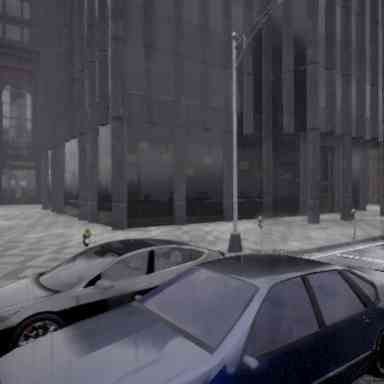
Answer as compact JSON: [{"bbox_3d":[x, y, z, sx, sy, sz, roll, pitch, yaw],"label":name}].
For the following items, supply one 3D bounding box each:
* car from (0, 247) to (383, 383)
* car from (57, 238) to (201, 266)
[{"bbox_3d":[0.730,1.523,3.898,5.357,1.411,2.033,-1,0,-35],"label":"car"},{"bbox_3d":[-1.234,1.546,5.766,4.313,1.339,1.947,-1,0,-35],"label":"car"}]
